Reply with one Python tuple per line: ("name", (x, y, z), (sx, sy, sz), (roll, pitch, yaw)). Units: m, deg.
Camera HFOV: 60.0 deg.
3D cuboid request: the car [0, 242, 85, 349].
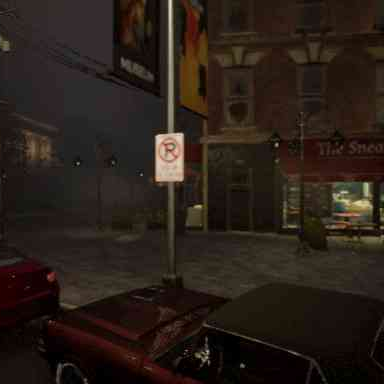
("car", (-4.404, 1.506, 5.824), (4.674, 1.452, 2.002), (0, 0, 27))
